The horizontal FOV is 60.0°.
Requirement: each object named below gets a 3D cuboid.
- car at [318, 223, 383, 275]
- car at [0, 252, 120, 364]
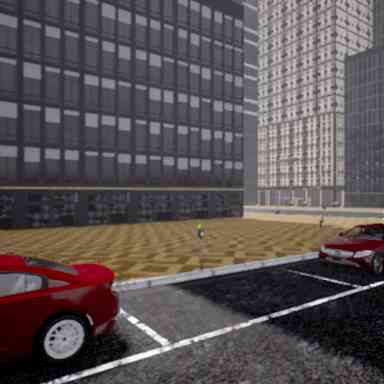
[{"bbox_3d":[5.860,1.696,10.739,4.206,1.307,1.802,1,-1,-35],"label":"car"},{"bbox_3d":[-3.196,1.542,4.289,4.507,1.381,1.887,1,-1,-35],"label":"car"}]
